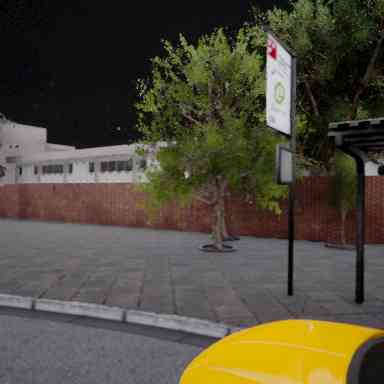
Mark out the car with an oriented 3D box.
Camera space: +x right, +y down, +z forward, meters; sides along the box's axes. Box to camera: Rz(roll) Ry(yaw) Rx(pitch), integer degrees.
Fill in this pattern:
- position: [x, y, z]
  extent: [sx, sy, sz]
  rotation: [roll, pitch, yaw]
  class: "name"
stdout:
- position: [2.172, 1.478, 1.666]
  extent: [5.008, 1.535, 1.882]
  rotation: [0, 0, 34]
  class: "car"
